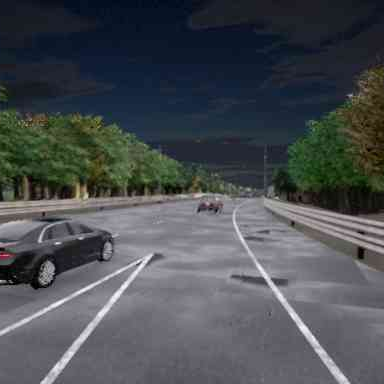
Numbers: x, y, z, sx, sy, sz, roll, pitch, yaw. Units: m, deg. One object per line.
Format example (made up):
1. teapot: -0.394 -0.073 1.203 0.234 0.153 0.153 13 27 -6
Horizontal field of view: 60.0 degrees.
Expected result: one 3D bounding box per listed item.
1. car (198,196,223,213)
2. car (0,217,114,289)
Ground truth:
1. car: 1.978 1.217 34.751 2.097 1.767 4.553 0 0 13
2. car: -3.857 1.459 9.130 1.837 1.490 4.892 0 0 14
